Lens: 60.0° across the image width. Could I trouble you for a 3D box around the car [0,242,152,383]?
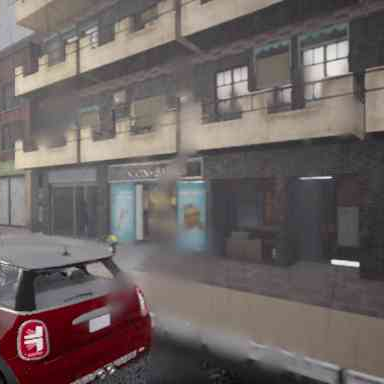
[{"bbox_3d":[-2.575,1.435,4.724,4.097,1.590,1.967,0,-1,35],"label":"car"}]
